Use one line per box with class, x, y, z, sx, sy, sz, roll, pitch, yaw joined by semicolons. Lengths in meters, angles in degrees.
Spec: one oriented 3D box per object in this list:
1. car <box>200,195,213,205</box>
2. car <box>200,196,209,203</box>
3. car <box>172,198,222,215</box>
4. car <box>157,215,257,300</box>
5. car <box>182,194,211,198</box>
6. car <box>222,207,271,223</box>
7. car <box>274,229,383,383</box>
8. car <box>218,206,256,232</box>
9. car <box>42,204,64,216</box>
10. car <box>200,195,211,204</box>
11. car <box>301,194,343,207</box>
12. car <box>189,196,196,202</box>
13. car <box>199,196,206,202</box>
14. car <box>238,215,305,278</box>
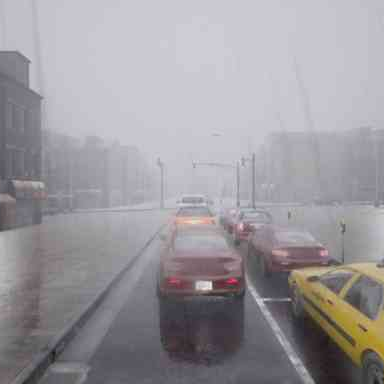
car;2.744;1.468;63.497;2.192;1.841;5.009;-1;0;0
car;2.764;1.647;74.301;1.967;1.590;4.097;-1;0;0
car;0.114;1.359;15.697;2.097;1.767;4.553;0;0;0
car;0.138;1.527;8.304;1.812;1.442;4.674;0;0;-2
car;0.080;1.243;25.793;2.150;2.045;5.566;0;0;1
car;2.660;1.446;15.285;1.967;1.590;4.097;0;0;0
car;2.641;1.526;4.521;1.752;1.417;4.829;0;0;0
car;2.670;1.595;20.751;1.802;1.307;4.206;0;0;0
car;-17.689;2.118;38.289;5.357;1.411;2.033;-2;0;0
car;2.754;1.494;68.900;2.192;1.841;5.009;-1;0;0
car;16.036;1.076;41.240;4.892;1.490;1.837;-2;0;0
car;0.152;1.747;83.155;1.837;1.490;4.892;0;0;0
car;2.795;1.825;90.678;1.752;1.417;4.829;-1;0;0
car;2.651;1.584;9.818;1.802;1.307;4.206;0;0;0
